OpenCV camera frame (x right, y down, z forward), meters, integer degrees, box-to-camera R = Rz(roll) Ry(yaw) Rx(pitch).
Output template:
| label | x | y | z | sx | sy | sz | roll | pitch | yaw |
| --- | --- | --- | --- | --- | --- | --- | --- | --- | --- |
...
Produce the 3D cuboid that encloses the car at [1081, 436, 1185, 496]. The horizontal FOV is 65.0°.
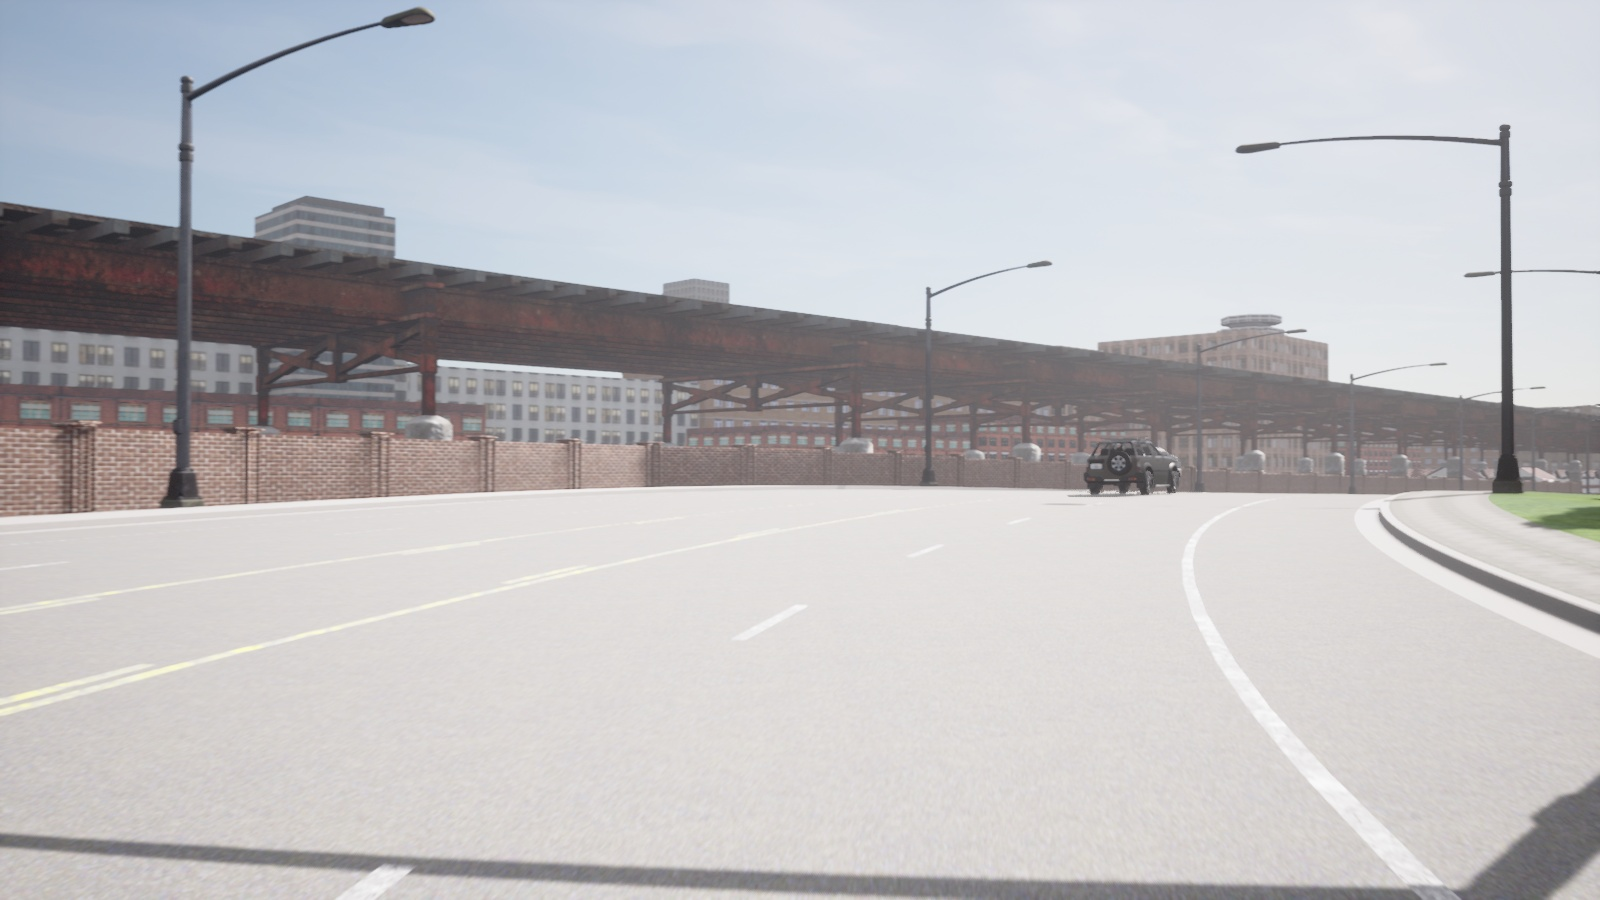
| label | x | y | z | sx | sy | sz | roll | pitch | yaw |
| --- | --- | --- | --- | --- | --- | --- | --- | --- | --- |
| car | 11.026 | 0.555 | 41.351 | 1.932 | 1.855 | 4.605 | -1 | -2 | 33 |
